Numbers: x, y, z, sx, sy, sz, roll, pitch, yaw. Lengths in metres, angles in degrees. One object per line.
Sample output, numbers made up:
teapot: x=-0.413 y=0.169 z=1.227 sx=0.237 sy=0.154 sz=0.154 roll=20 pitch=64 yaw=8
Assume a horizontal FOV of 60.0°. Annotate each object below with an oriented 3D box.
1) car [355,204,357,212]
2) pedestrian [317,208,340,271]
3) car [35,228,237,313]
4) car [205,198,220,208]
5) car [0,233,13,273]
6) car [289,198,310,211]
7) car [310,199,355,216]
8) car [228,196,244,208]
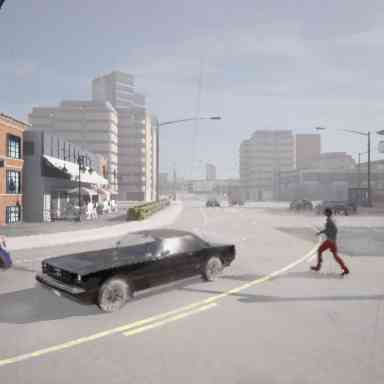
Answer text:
car: x=17.091 y=1.526 z=37.961 sx=1.812 sy=1.442 sz=4.674 roll=0 pitch=0 yaw=1
pedestrian: x=3.679 y=1.294 z=8.976 sx=0.375 sy=1.860 sz=0.375 roll=0 pitch=0 yaw=36
car: x=-1.034 y=1.601 z=7.913 sx=1.895 sy=1.301 sz=4.718 roll=0 pitch=0 yaw=43
car: x=3.022 y=1.611 z=49.246 sx=1.994 sy=1.385 sz=4.181 roll=0 pitch=0 yaw=-1
car: x=-6.894 y=1.352 z=7.859 sx=4.553 sy=1.767 sz=2.097 roll=0 pitch=0 yaw=-37
car: x=13.621 y=1.526 z=41.586 sx=1.812 sy=1.442 sz=4.674 roll=0 pitch=0 yaw=0
car: x=13.519 y=1.505 z=32.284 sx=1.837 sy=1.490 sz=4.892 roll=0 pitch=0 yaw=1
car: x=6.521 y=1.418 z=49.289 sx=1.837 sy=1.490 sz=4.892 roll=0 pitch=0 yaw=-1
